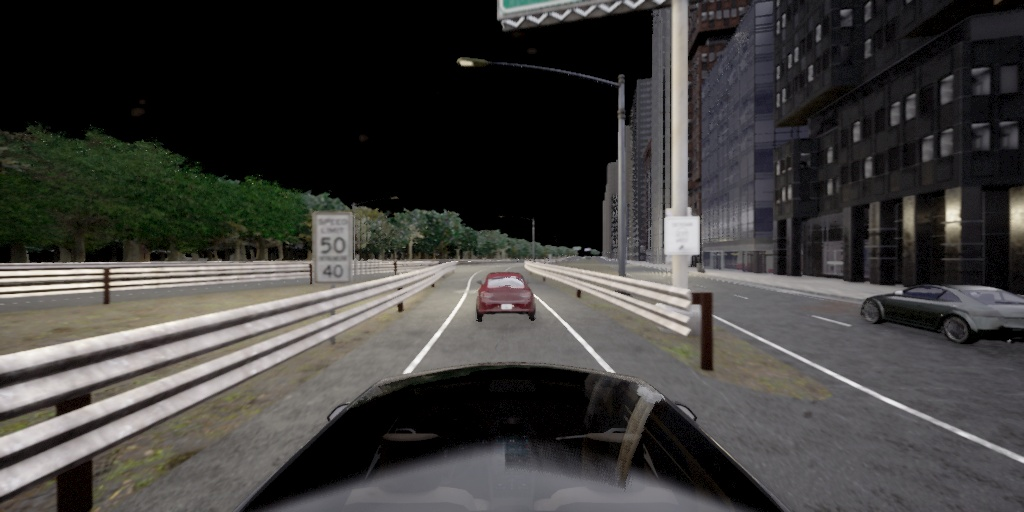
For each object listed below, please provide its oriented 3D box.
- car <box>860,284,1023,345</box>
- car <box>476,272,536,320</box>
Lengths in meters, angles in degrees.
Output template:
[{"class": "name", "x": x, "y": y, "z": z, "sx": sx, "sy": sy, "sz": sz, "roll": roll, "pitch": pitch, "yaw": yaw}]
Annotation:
[{"class": "car", "x": 12.039, "y": 1.461, "z": 9.909, "sx": 1.994, "sy": 1.385, "sz": 4.181, "roll": 0, "pitch": 0, "yaw": 13}, {"class": "car", "x": -0.257, "y": 1.274, "z": 12.468, "sx": 1.812, "sy": 1.442, "sz": 4.674, "roll": 0, "pitch": 0, "yaw": -3}]
